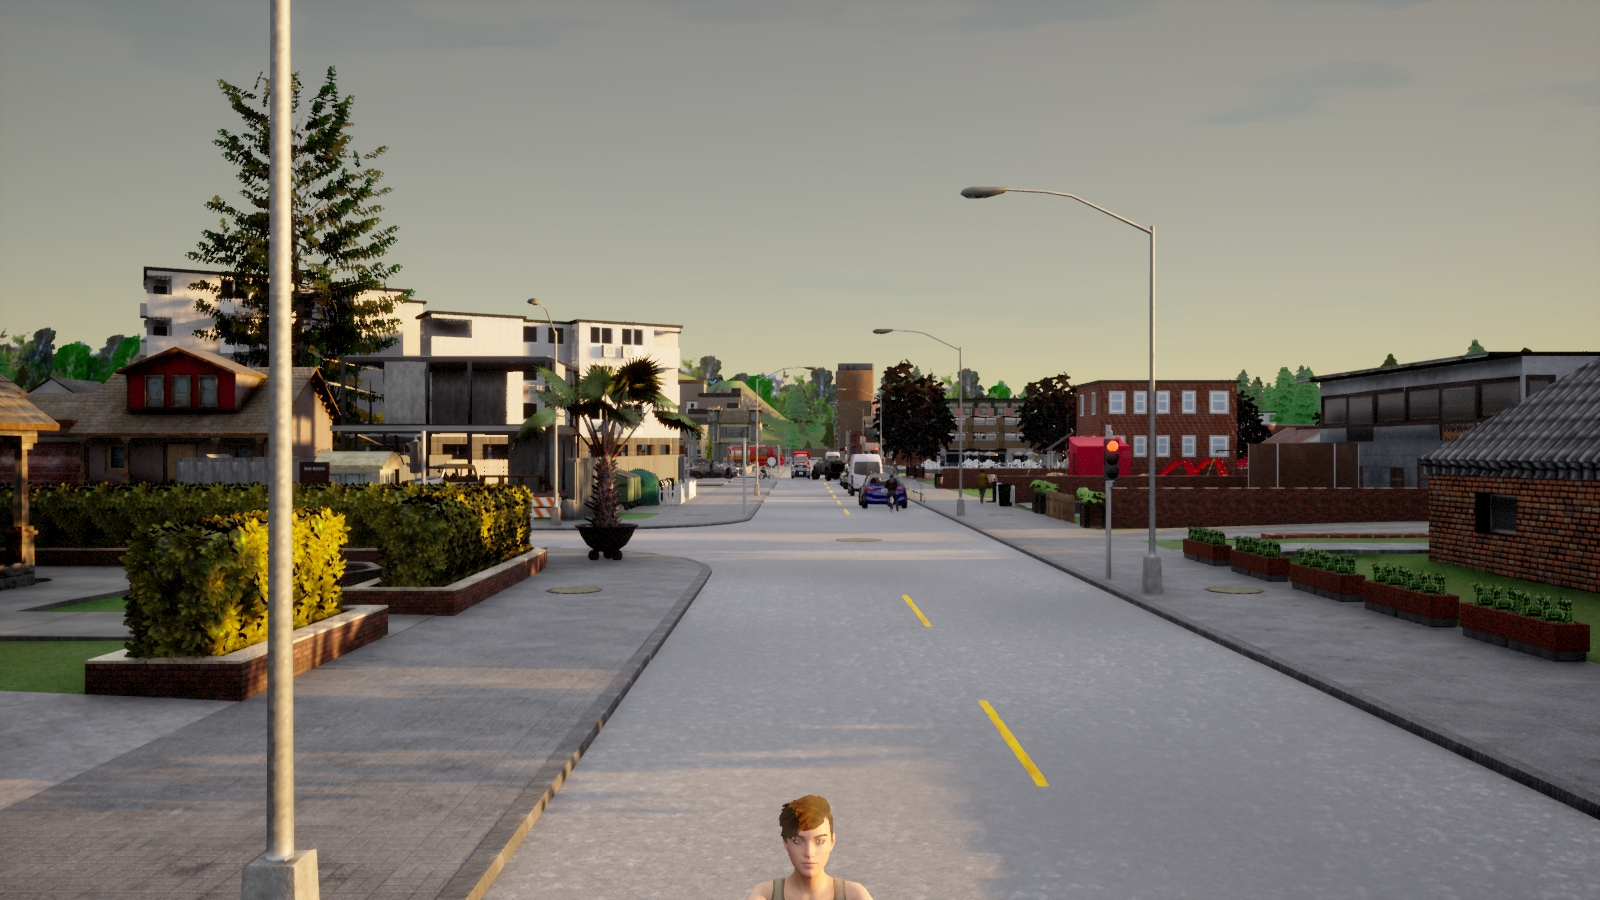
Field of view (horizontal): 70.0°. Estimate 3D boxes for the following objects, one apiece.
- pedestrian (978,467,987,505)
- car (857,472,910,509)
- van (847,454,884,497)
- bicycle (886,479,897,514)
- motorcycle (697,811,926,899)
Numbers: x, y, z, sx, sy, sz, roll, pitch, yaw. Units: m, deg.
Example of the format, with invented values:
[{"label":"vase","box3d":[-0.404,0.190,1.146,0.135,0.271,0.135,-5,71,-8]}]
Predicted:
[{"label":"pedestrian","box3d":[8.880,1.744,55.555,0.375,1.860,0.375,0,0,16]},{"label":"car","box3d":[4.046,1.967,56.171,2.242,1.667,4.611,0,0,0]},{"label":"van","box3d":[4.045,1.534,71.355,1.988,2.561,5.915,0,0,0]},{"label":"bicycle","box3d":[4.077,2.060,50.936,0.329,1.471,1.835,0,0,0]},{"label":"motorcycle","box3d":[0.039,2.155,3.558,0.764,1.307,2.356,0,0,0]}]
